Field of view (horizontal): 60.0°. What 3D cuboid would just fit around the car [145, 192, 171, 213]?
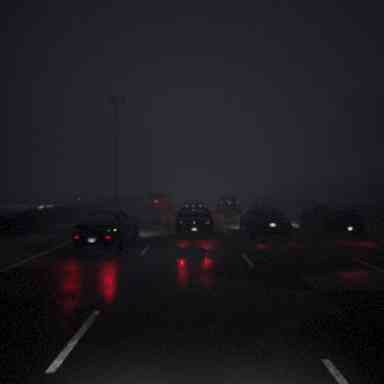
[{"bbox_3d":[-3.363,0.964,33.667,2.150,2.045,5.566,0,0,0],"label":"car"}]

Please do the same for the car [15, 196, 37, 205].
[{"bbox_3d":[-24.507,1.220,49.894,1.895,1.301,4.718,0,0,1],"label":"car"}]

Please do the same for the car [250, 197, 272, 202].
[{"bbox_3d":[7.137,1.228,34.458,2.128,1.511,4.902,0,0,0],"label":"car"}]

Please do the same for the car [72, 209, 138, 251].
[{"bbox_3d":[-3.386,1.422,13.542,1.812,1.442,4.674,0,0,0],"label":"car"}]

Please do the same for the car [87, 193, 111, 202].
[{"bbox_3d":[-14.013,0.960,51.261,2.097,1.767,4.553,0,0,0],"label":"car"}]

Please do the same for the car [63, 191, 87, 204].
[{"bbox_3d":[-17.509,0.962,51.061,2.097,1.767,4.553,0,0,0],"label":"car"}]

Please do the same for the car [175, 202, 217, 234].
[{"bbox_3d":[0.121,1.463,18.016,1.895,1.301,4.718,0,0,0],"label":"car"}]

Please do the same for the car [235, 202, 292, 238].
[{"bbox_3d":[3.618,1.434,16.882,1.994,1.385,4.181,0,0,0],"label":"car"}]

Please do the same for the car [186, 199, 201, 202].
[{"bbox_3d":[0.138,1.345,33.400,1.895,1.301,4.718,0,0,0],"label":"car"}]

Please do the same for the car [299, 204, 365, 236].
[{"bbox_3d":[7.119,1.371,17.367,1.837,1.490,4.892,0,0,0],"label":"car"}]

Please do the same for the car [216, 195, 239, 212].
[{"bbox_3d":[3.637,1.090,34.209,2.097,1.767,4.553,0,0,0],"label":"car"}]

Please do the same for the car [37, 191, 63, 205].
[{"bbox_3d":[-21.007,0.834,50.928,2.150,2.045,5.566,0,0,1],"label":"car"}]
